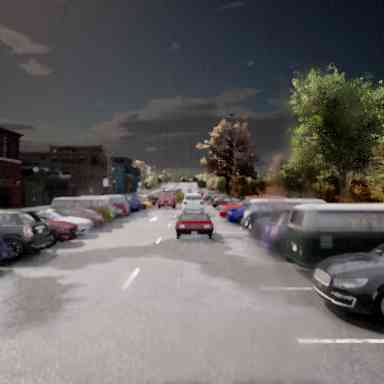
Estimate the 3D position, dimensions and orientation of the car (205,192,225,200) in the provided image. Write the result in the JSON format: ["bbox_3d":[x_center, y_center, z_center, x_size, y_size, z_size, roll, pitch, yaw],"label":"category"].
[{"bbox_3d":[5.272,0.982,77.738,4.553,1.767,2.185,0,1,0],"label":"car"}]

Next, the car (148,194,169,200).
[{"bbox_3d":[-7.810,1.139,77.597,4.792,1.488,2.163,0,1,0],"label":"car"}]

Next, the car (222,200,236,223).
[{"bbox_3d":[4.933,1.590,23.554,5.008,1.535,2.097,0,1,0],"label":"car"}]

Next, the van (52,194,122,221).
[{"bbox_3d":[-7.520,1.365,23.525,4.442,1.987,1.878,0,0,0],"label":"van"}]

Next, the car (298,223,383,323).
[{"bbox_3d":[4.918,1.521,6.478,4.892,1.521,2.231,0,0,0],"label":"car"}]

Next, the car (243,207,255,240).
[{"bbox_3d":[4.956,1.601,14.947,4.792,1.488,2.163,0,0,0],"label":"car"}]

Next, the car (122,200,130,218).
[{"bbox_3d":[-7.631,1.603,26.233,4.674,1.452,2.002,0,1,0],"label":"car"}]

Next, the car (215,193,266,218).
[{"bbox_3d":[4.915,1.310,26.386,5.566,2.045,2.435,0,1,0],"label":"car"}]

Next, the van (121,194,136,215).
[{"bbox_3d":[-7.513,1.305,29.055,4.442,1.987,1.878,0,1,0],"label":"van"}]

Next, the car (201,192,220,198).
[{"bbox_3d":[5.222,0.884,94.322,5.008,1.535,2.097,0,1,0],"label":"car"}]

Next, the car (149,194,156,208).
[{"bbox_3d":[-7.431,1.396,40.360,5.366,1.575,1.946,0,1,0],"label":"car"}]

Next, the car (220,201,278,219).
[{"bbox_3d":[4.917,1.558,29.213,4.792,1.488,2.163,0,1,0],"label":"car"}]

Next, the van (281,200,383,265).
[{"bbox_3d":[5.034,1.311,9.304,4.442,1.987,1.878,0,0,0],"label":"van"}]

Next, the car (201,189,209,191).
[{"bbox_3d":[5.274,0.895,74.826,5.566,2.045,2.435,0,1,0],"label":"car"}]

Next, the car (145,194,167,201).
[{"bbox_3d":[-7.816,1.222,72.172,4.674,1.452,2.002,1,1,0],"label":"car"}]

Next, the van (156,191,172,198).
[{"bbox_3d":[-7.980,0.658,94.291,4.442,1.987,1.878,0,1,0],"label":"van"}]

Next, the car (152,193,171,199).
[{"bbox_3d":[-7.857,0.998,85.945,4.892,1.521,2.231,0,1,0],"label":"car"}]

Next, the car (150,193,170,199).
[{"bbox_3d":[-7.876,1.064,83.162,4.792,1.488,2.163,0,1,0],"label":"car"}]

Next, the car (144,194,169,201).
[{"bbox_3d":[-8.020,1.144,74.813,5.366,1.575,1.946,0,1,0],"label":"car"}]

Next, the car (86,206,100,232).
[{"bbox_3d":[-7.646,1.628,17.734,4.674,1.452,2.002,0,0,0],"label":"car"}]

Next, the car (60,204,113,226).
[{"bbox_3d":[-7.638,1.640,20.568,4.674,1.452,2.002,0,0,0],"label":"car"}]

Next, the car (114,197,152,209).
[{"bbox_3d":[-7.610,1.407,43.186,4.674,1.452,2.002,0,1,0],"label":"car"}]

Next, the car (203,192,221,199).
[{"bbox_3d":[5.198,0.871,85.967,4.553,1.767,2.185,0,1,0],"label":"car"}]

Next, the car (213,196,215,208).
[{"bbox_3d":[4.961,1.465,34.735,4.892,1.521,2.231,0,1,0],"label":"car"}]

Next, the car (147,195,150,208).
[{"bbox_3d":[-7.625,1.432,37.534,5.008,1.535,2.097,0,1,0],"label":"car"}]

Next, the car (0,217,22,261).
[{"bbox_3d":[-7.651,1.577,9.256,4.674,1.452,2.002,0,0,0],"label":"car"}]

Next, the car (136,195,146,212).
[{"bbox_3d":[-7.655,1.246,31.880,5.566,2.045,2.435,0,1,0],"label":"car"}]

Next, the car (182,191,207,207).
[{"bbox_3d":[0.142,1.208,34.504,2.150,2.045,5.566,0,1,0],"label":"car"}]

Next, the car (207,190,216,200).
[{"bbox_3d":[5.218,1.058,72.042,4.553,1.767,2.185,0,1,0],"label":"car"}]

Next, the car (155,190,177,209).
[{"bbox_3d":[-3.198,1.126,43.525,2.150,2.045,5.566,0,1,0],"label":"car"}]

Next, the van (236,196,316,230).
[{"bbox_3d":[4.810,1.362,17.775,4.442,1.987,1.878,0,0,0],"label":"van"}]

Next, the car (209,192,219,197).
[{"bbox_3d":[4.935,1.240,43.204,4.553,1.767,2.185,0,1,0],"label":"car"}]

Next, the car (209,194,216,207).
[{"bbox_3d":[4.958,1.397,40.506,5.008,1.535,2.097,0,1,0],"label":"car"}]

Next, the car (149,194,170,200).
[{"bbox_3d":[-7.840,1.112,80.380,4.674,1.452,2.002,0,1,0],"label":"car"}]

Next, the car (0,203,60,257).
[{"bbox_3d":[-7.619,1.428,12.083,4.553,1.767,2.185,0,0,0],"label":"car"}]

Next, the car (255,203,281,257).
[{"bbox_3d":[4.889,1.429,12.250,4.553,1.767,2.185,0,0,0],"label":"car"}]

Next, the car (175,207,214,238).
[{"bbox_3d":[0.123,1.712,18.310,1.895,1.301,4.718,0,0,0],"label":"car"}]

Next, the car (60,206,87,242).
[{"bbox_3d":[-7.652,1.571,14.908,5.008,1.535,2.097,0,0,0],"label":"car"}]
